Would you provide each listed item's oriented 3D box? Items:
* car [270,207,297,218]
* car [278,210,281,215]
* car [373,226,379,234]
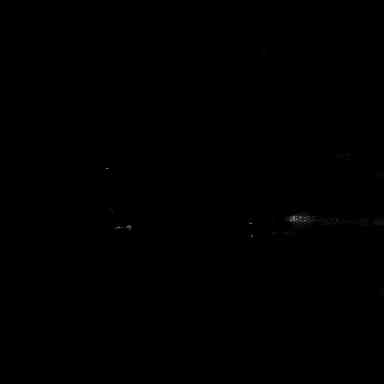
[{"bbox_3d":[21.250,4.700,77.315,5.566,2.045,2.435,1,0,36],"label":"car"},{"bbox_3d":[18.872,4.890,75.517,5.366,1.575,1.946,1,0,36],"label":"car"},{"bbox_3d":[22.111,4.364,41.017,2.163,1.488,4.792,0,0,36],"label":"car"}]
